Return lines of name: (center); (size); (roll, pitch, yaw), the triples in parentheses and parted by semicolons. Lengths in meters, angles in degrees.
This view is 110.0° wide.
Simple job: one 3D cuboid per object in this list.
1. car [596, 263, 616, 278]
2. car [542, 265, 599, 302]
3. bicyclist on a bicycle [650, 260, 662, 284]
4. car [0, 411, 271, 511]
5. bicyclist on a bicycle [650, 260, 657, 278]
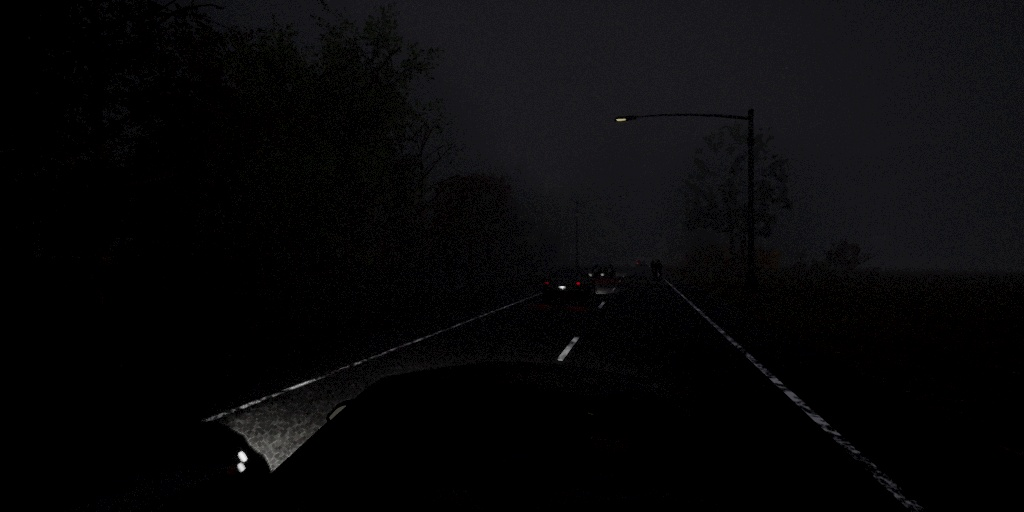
car: (8.848, 1.358, 34.211); (1.895, 1.301, 4.718); (0, 0, 20)
car: (2.835, 1.317, 17.253); (1.994, 1.385, 4.181); (0, 0, 20)
bicyclist on a bicycle: (10.487, 1.127, 25.767); (0.659, 1.776, 1.843); (0, 0, 19)
car: (-2.984, 1.313, 0.830); (1.994, 1.385, 4.181); (0, 0, 19)
bicyclist on a bicycle: (13.428, 1.212, 34.061); (0.582, 1.620, 1.656); (0, 0, 19)
